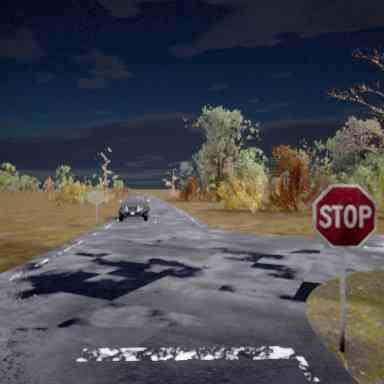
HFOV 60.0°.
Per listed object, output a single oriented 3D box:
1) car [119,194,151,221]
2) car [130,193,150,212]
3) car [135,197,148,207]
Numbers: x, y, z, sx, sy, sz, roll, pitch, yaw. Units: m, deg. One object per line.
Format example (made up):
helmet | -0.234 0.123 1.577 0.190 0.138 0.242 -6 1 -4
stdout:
car | -4.625 1.210 27.063 2.150 2.045 5.566 0 0 -6
car | -6.165 1.206 39.834 2.150 2.045 5.566 0 0 -8
car | -7.885 1.537 52.239 1.994 1.385 4.181 0 0 -8
